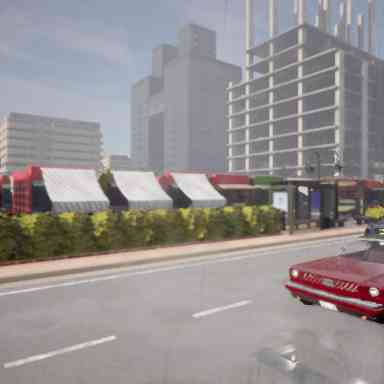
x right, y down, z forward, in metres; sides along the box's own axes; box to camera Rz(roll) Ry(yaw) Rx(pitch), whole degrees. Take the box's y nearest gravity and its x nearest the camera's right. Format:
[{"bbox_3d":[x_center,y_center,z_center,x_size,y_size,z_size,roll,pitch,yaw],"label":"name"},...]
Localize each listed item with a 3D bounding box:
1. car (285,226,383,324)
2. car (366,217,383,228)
[{"bbox_3d":[4.102,1.618,6.920,4.718,1.301,1.895,0,0,-36],"label":"car"},{"bbox_3d":[9.678,1.602,15.098,4.181,1.385,1.994,0,0,-35],"label":"car"}]
